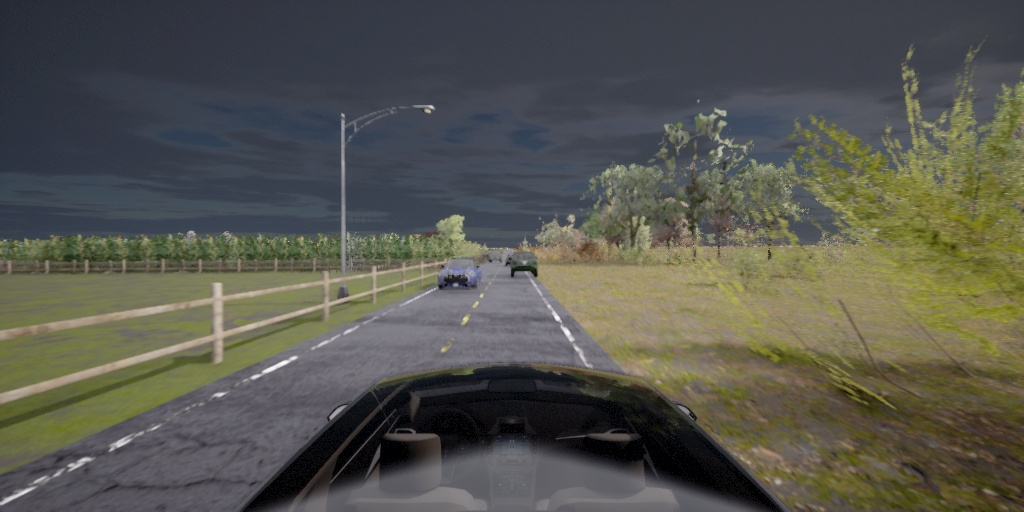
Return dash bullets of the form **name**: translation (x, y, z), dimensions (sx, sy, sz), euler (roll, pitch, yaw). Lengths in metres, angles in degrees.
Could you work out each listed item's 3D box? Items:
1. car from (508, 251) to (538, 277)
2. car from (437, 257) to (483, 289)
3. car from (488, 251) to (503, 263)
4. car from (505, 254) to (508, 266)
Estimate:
- **car**: translation (0.952, 0.611, 29.759), dimensions (2.150, 2.045, 5.566), euler (0, 1, 0)
- **car**: translation (-2.847, 0.862, 20.444), dimensions (2.097, 1.767, 4.553), euler (0, 1, 0)
- **car**: translation (-2.797, 0.198, 61.531), dimensions (2.150, 2.045, 5.566), euler (0, 1, 1)
- **car**: translation (0.003, 0.609, 50.283), dimensions (1.837, 1.490, 4.892), euler (0, 1, 0)
